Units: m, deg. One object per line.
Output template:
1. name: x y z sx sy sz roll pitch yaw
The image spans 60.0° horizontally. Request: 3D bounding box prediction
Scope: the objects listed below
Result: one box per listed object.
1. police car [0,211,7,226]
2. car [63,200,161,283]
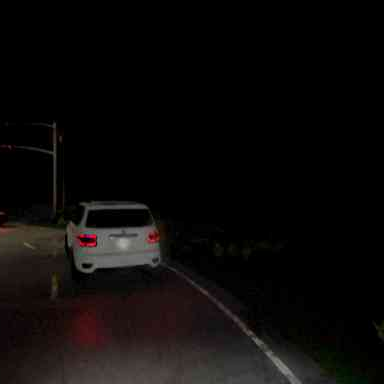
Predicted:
1. police car: -14.923 1.609 22.455 4.974 1.542 2.038 0 0 25
2. car: -2.625 1.259 10.200 2.150 2.045 5.566 0 0 -23
